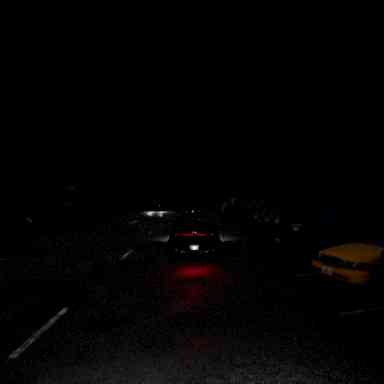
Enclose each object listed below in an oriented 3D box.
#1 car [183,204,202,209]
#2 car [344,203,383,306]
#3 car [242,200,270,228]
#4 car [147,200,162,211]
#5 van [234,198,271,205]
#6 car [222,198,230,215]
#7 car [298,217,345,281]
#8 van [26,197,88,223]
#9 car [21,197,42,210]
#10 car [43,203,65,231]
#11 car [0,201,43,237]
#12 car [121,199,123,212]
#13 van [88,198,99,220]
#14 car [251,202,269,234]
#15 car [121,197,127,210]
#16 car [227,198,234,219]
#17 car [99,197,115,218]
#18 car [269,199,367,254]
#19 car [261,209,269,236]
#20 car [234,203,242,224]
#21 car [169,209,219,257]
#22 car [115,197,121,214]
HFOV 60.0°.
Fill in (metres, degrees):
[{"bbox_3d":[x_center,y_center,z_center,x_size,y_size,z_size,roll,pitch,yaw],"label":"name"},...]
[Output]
[{"bbox_3d":[0.078,1.945,33.636,2.033,1.411,5.357,0,-1,0],"label":"car"},{"bbox_3d":[5.909,1.307,5.956,5.566,2.045,2.435,1,0,-20],"label":"car"},{"bbox_3d":[5.894,1.611,21.071,4.553,1.767,2.185,1,-1,-20],"label":"car"},{"bbox_3d":[-5.505,1.932,49.311,2.097,1.767,4.553,0,-1,-6],"label":"car"},{"bbox_3d":[6.038,1.584,27.160,4.442,1.987,1.878,1,-1,-20],"label":"van"},{"bbox_3d":[5.945,1.662,36.201,5.566,2.045,2.435,1,-1,-20],"label":"car"},{"bbox_3d":[5.763,1.588,8.915,5.366,1.575,1.946,1,0,-20],"label":"car"},{"bbox_3d":[-11.132,1.589,27.427,4.442,1.987,1.878,-1,0,-20],"label":"van"},{"bbox_3d":[-26.717,1.891,55.605,2.435,2.045,5.566,0,0,-19],"label":"car"},{"bbox_3d":[-11.016,1.746,21.557,4.892,1.521,2.231,0,0,-20],"label":"car"},{"bbox_3d":[-11.045,1.585,18.584,4.553,1.767,2.185,-1,-1,-20],"label":"car"},{"bbox_3d":[-11.009,1.980,39.326,4.792,1.488,2.163,-1,-1,-20],"label":"car"},{"bbox_3d":[-11.133,1.623,30.386,4.442,1.987,1.878,-1,0,-20],"label":"van"},{"bbox_3d":[5.904,1.576,18.042,4.553,1.767,2.185,1,-1,-20],"label":"car"},{"bbox_3d":[-11.052,1.734,42.246,5.566,2.045,2.435,-1,0,-20],"label":"car"},{"bbox_3d":[5.960,1.718,30.141,4.553,1.767,2.185,1,0,-20],"label":"car"},{"bbox_3d":[-11.003,1.631,33.404,5.566,2.045,2.435,-1,-1,-20],"label":"car"},{"bbox_3d":[5.965,1.379,12.018,5.566,2.045,2.435,1,-1,-20],"label":"car"},{"bbox_3d":[5.903,1.695,15.016,4.792,1.488,2.163,1,0,-20],"label":"car"},{"bbox_3d":[5.936,1.774,24.090,4.892,1.521,2.231,1,0,-20],"label":"car"},{"bbox_3d":[0.086,1.670,13.793,1.837,1.490,4.892,0,-1,0],"label":"car"},{"bbox_3d":[-11.003,1.665,36.363,5.566,2.045,2.435,-1,-1,-20],"label":"car"}]
